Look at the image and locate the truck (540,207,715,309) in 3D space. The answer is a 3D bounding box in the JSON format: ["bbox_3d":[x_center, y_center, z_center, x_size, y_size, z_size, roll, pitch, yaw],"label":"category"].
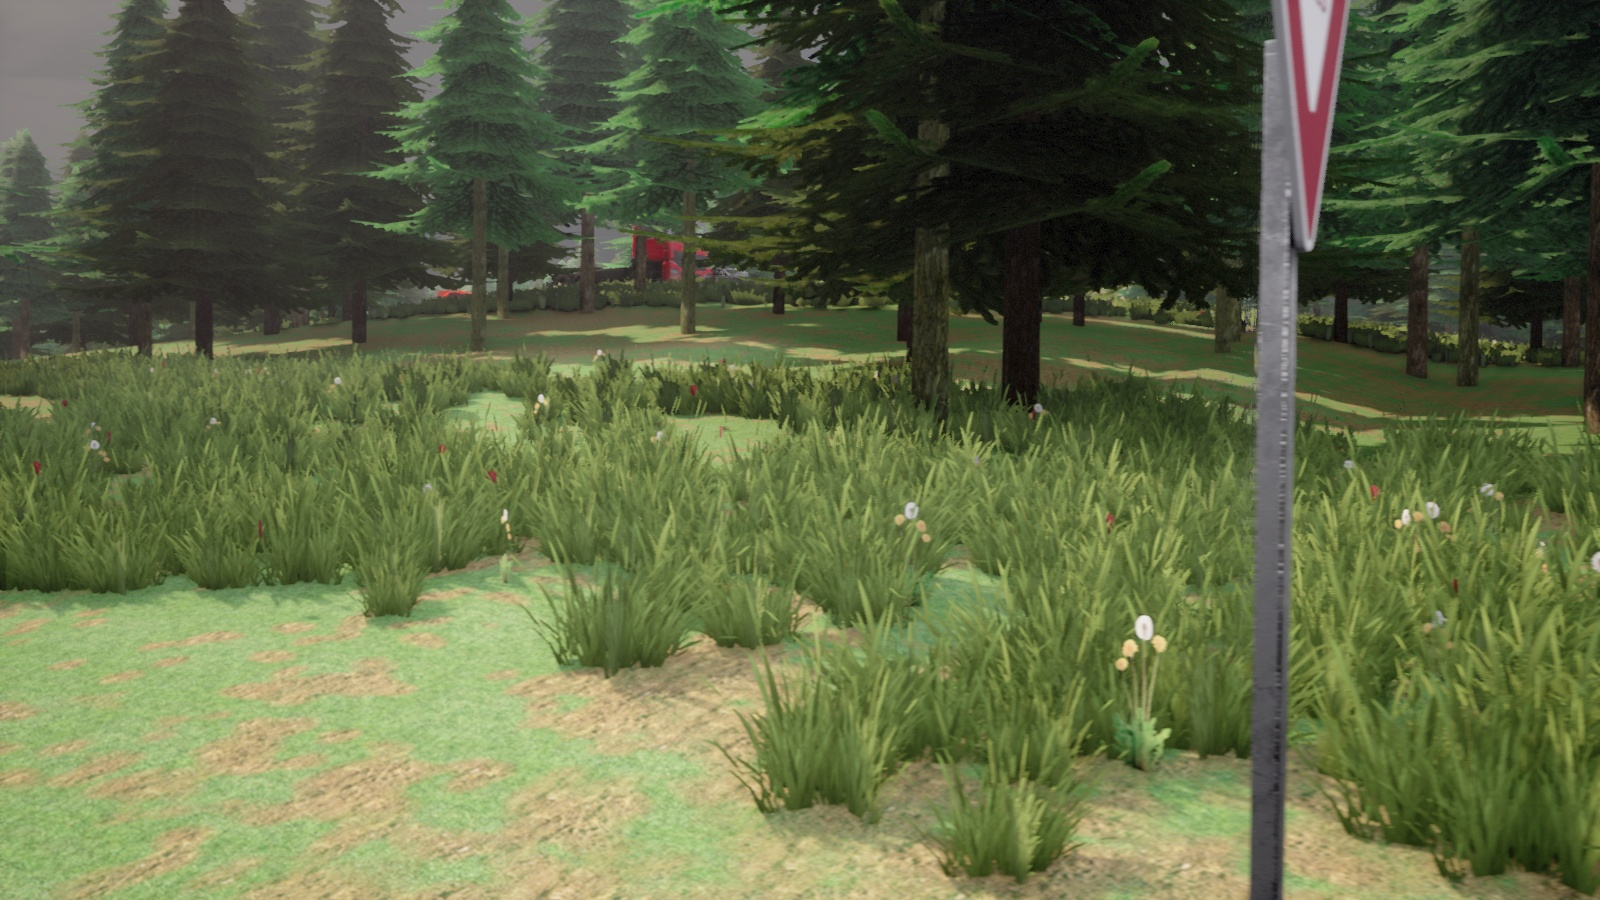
[{"bbox_3d":[-7.715,-8.335,55.472,7.936,3.462,2.891,0,1,38],"label":"truck"}]

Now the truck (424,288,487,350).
[{"bbox_3d":[-19.000,-7.132,69.144,2.627,2.467,5.204,-1,-4,-23],"label":"truck"}]

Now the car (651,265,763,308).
[{"bbox_3d":[-4.248,-7.395,57.093,4.892,1.490,1.837,1,1,29],"label":"car"}]
